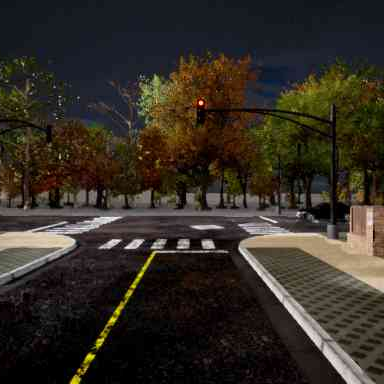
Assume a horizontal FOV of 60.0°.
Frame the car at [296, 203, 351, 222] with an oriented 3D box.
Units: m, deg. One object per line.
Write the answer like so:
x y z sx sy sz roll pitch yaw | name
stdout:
10.649 1.572 26.327 4.674 1.442 1.812 0 0 0 | car
